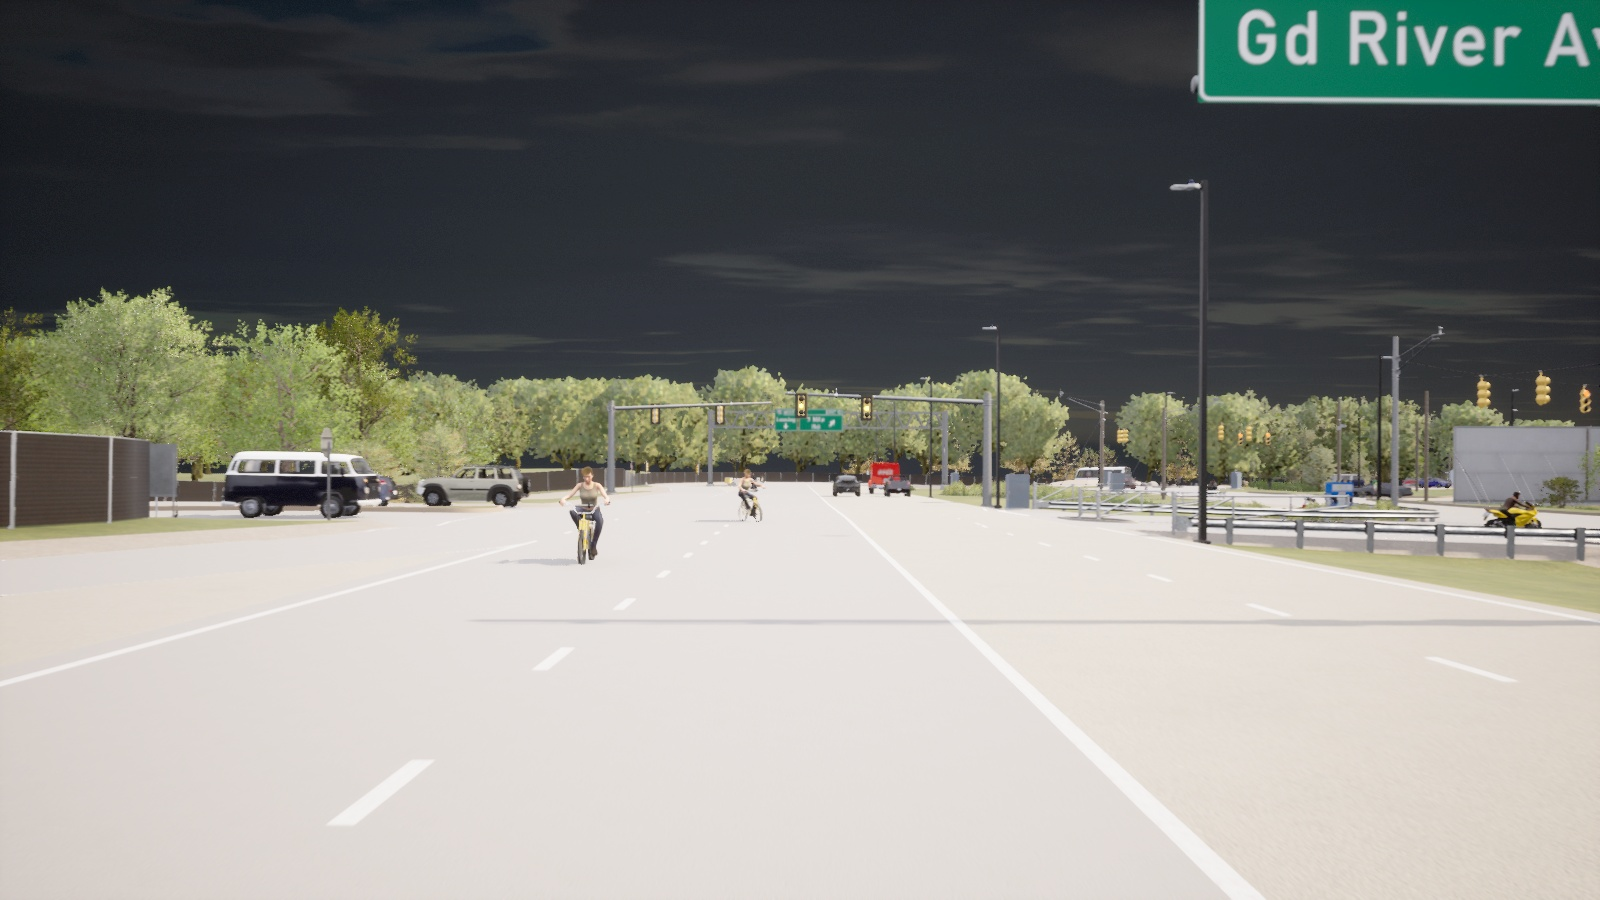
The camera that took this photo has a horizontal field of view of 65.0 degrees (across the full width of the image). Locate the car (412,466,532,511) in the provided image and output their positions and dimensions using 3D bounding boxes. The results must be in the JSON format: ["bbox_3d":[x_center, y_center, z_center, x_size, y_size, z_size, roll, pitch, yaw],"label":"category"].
[{"bbox_3d":[-13.965,1.633,53.617,4.605,1.855,1.932,0,-1,0],"label":"car"}]

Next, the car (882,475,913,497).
[{"bbox_3d":[6.791,2.476,87.895,1.845,1.501,3.633,0,-1,0],"label":"car"}]

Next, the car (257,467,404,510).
[{"bbox_3d":[-18.678,1.517,50.133,5.027,1.651,2.152,0,-1,0],"label":"car"}]

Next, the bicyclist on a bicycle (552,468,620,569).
[{"bbox_3d":[-3.553,1.112,20.969,0.866,1.612,1.509,0,-1,0],"label":"bicyclist on a bicycle"}]

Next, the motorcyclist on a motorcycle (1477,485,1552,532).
[{"bbox_3d":[24.287,1.976,42.711,2.044,1.523,0.797,-2,0,-3],"label":"motorcyclist on a motorcycle"}]

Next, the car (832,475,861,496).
[{"bbox_3d":[3.289,2.501,88.939,1.837,1.490,4.892,0,-1,0],"label":"car"}]

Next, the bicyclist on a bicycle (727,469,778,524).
[{"bbox_3d":[-1.455,1.393,38.097,0.866,1.612,1.509,-3,1,-31],"label":"bicyclist on a bicycle"}]

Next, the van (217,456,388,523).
[{"bbox_3d":[-15.358,1.197,38.941,4.480,2.038,2.069,0,-1,0],"label":"van"}]
